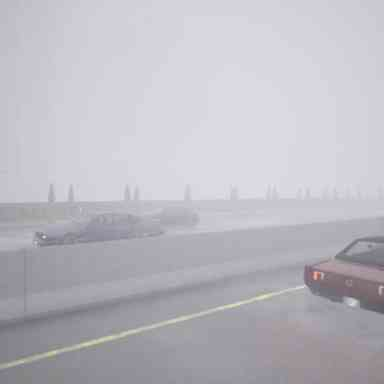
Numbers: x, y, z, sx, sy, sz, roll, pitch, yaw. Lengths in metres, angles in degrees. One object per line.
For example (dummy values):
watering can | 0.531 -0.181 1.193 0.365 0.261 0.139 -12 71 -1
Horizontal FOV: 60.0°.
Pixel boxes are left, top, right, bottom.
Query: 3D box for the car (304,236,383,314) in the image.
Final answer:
car | 4.550 1.600 6.997 4.718 1.301 1.895 0 0 -36

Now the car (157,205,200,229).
car | -1.629 1.525 20.031 4.674 1.442 1.812 0 0 -36

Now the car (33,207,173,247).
car | -3.759 1.547 14.212 5.357 1.411 2.033 0 0 -36
